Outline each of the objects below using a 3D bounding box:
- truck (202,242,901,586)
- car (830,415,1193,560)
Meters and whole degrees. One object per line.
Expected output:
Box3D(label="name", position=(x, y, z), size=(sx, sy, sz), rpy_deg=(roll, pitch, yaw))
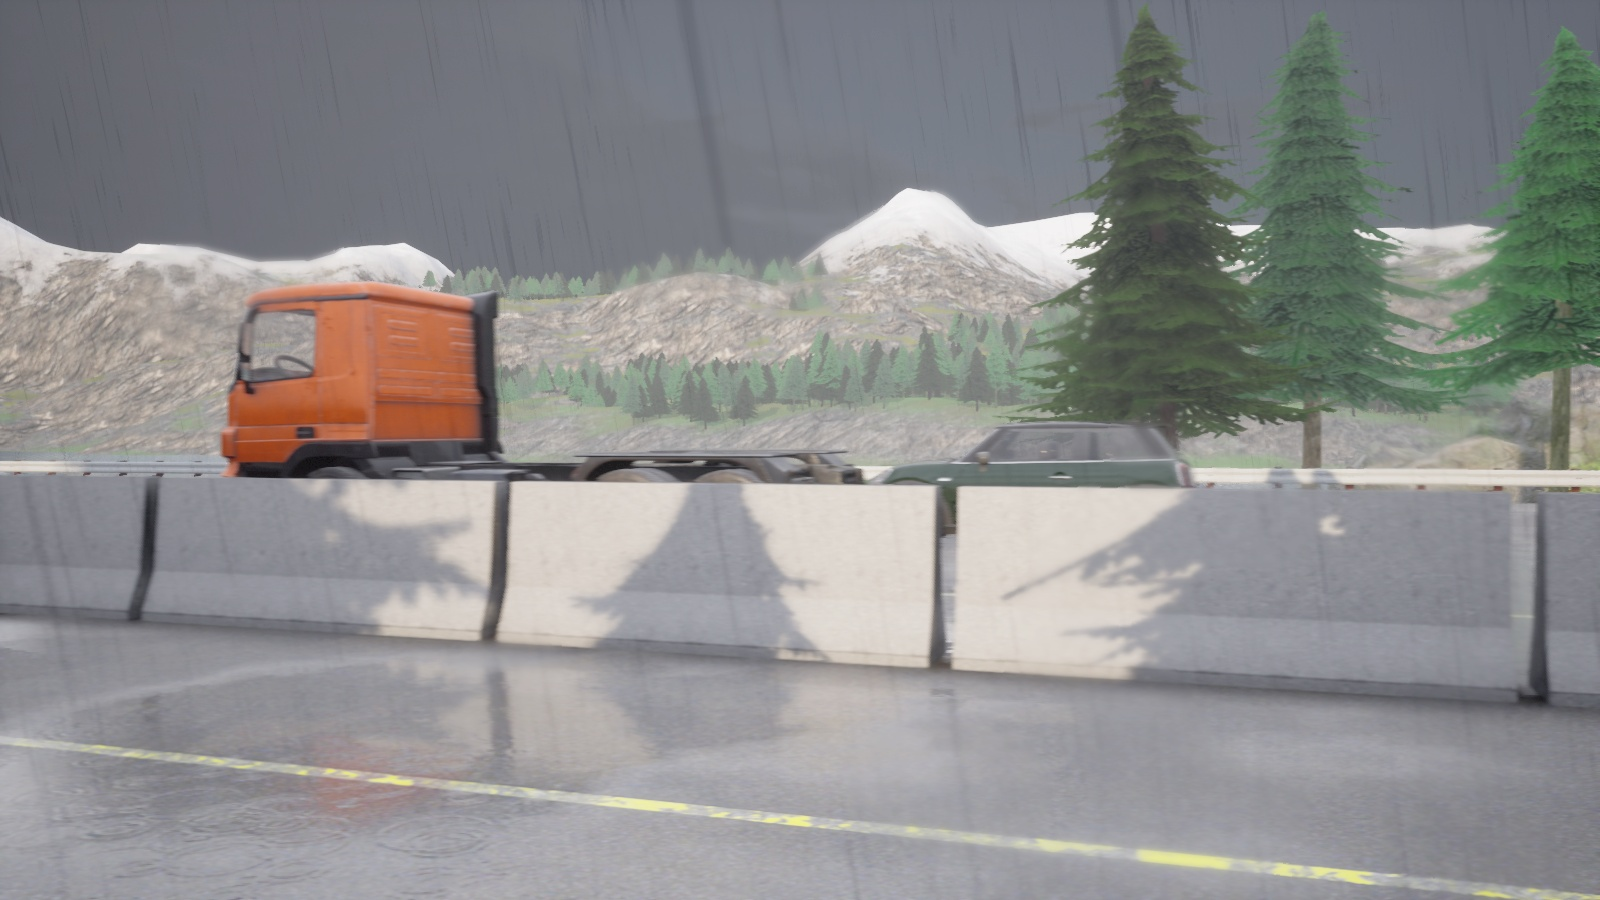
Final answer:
Box3D(label="truck", position=(-2.990, -0.411, 15.267), size=(7.936, 3.462, 2.891), rpy_deg=(1, 1, 19))
Box3D(label="car", position=(2.897, 0.424, 16.986), size=(4.553, 1.767, 2.097), rpy_deg=(1, 1, 19))
